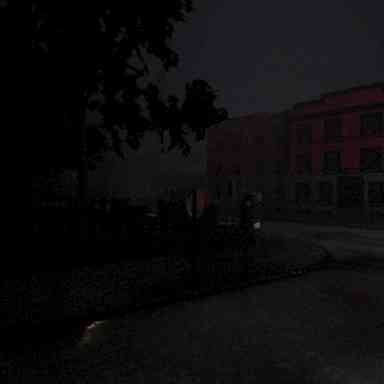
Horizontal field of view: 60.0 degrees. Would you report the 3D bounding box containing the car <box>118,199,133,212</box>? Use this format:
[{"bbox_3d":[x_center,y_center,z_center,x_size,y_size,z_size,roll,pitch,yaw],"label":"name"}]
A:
[{"bbox_3d":[-7.347,1.593,37.437,1.882,1.535,5.008,1,0,-35],"label":"car"}]

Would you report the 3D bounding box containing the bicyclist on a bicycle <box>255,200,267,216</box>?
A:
[{"bbox_3d":[6.698,1.526,32.188,1.656,1.620,0.582,0,0,-35],"label":"bicyclist on a bicycle"}]

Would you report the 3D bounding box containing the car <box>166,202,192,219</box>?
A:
[{"bbox_3d":[-0.734,1.620,28.145,1.837,1.490,4.892,1,0,-35],"label":"car"}]

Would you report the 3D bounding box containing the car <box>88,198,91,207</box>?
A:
[{"bbox_3d":[-16.056,1.641,49.797,1.812,1.442,4.674,1,-1,-35],"label":"car"}]
